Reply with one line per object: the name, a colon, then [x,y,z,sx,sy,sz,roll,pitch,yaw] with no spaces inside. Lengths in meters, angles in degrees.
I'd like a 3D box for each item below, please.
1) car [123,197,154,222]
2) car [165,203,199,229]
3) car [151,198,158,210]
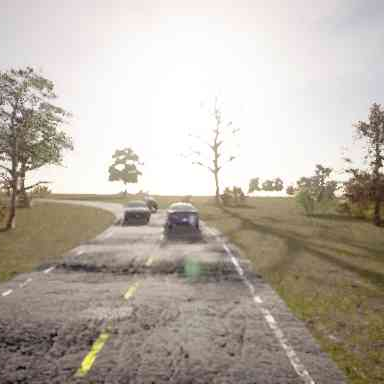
car: [-4.370,1.446,26.363,1.882,1.535,5.008,0,0,-11]
car: [-0.699,1.464,21.876,1.882,1.535,5.008,0,0,-6]
car: [-5.592,1.432,40.992,1.837,1.490,4.892,1,0,-21]
